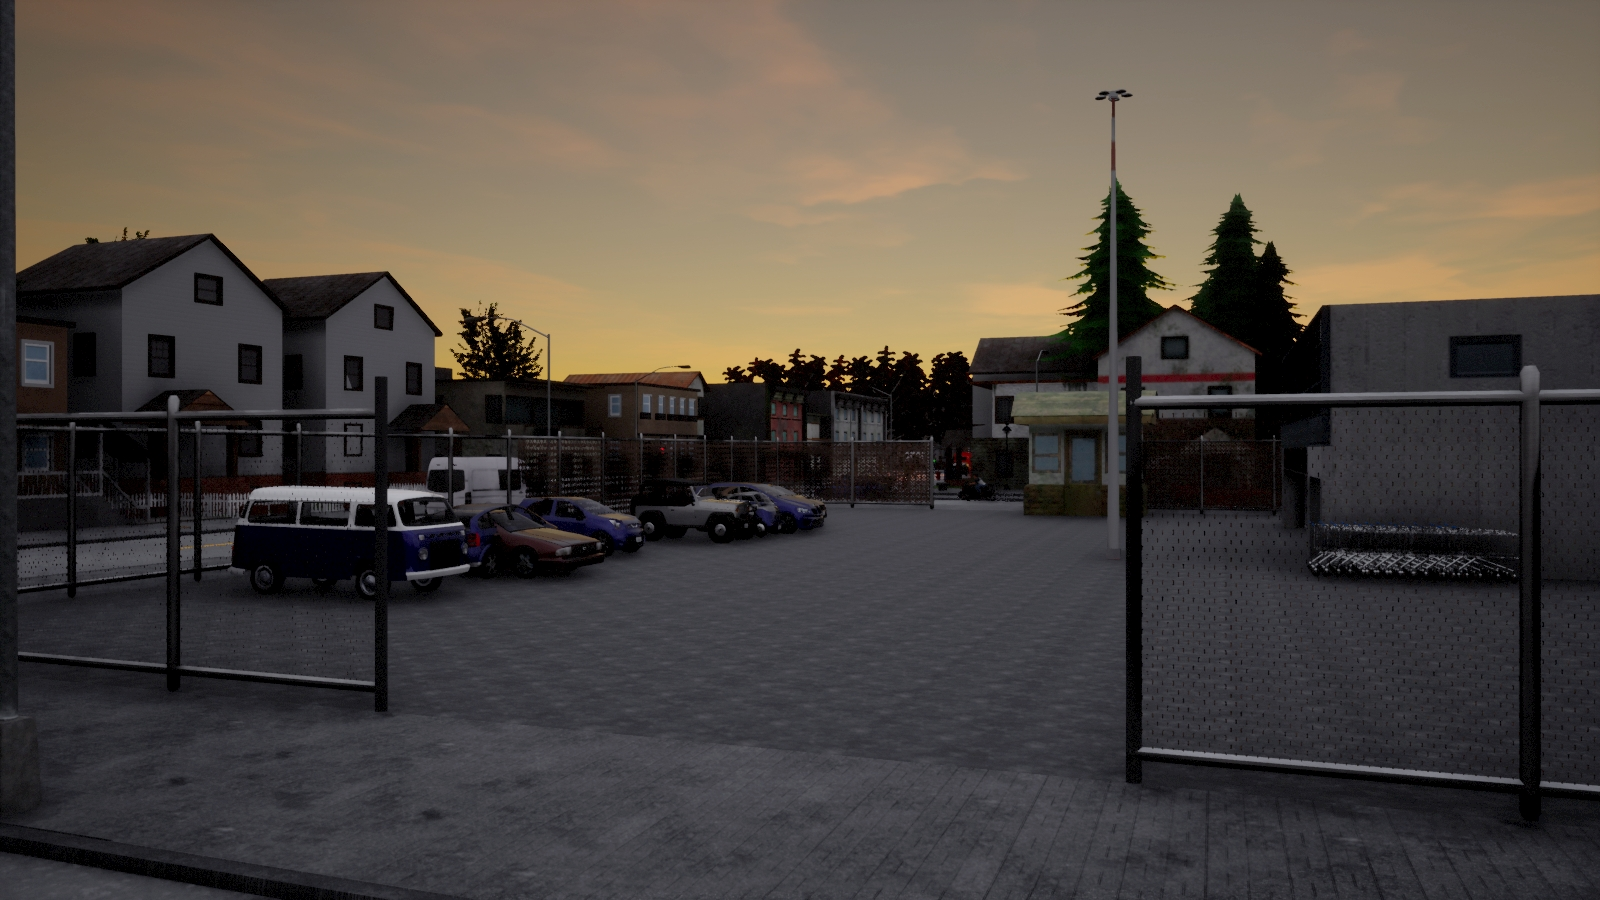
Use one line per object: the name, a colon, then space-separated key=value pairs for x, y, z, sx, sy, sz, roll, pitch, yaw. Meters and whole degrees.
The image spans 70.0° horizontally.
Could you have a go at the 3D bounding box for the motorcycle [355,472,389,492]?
motorcycle: x=-26.326 y=1.970 z=70.254 sx=1.805 sy=1.236 sz=0.856 roll=0 pitch=0 yaw=19

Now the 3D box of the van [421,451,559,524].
van: x=-11.617 y=1.319 z=43.358 sx=1.988 sy=2.561 sz=5.915 roll=0 pitch=0 yaw=20

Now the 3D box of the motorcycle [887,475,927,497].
motorcycle: x=5.893 y=1.996 z=62.965 sx=2.033 sy=1.145 sz=0.803 roll=0 pitch=0 yaw=20
